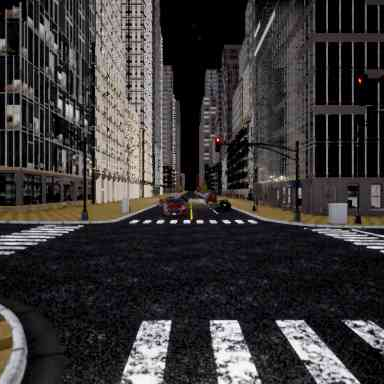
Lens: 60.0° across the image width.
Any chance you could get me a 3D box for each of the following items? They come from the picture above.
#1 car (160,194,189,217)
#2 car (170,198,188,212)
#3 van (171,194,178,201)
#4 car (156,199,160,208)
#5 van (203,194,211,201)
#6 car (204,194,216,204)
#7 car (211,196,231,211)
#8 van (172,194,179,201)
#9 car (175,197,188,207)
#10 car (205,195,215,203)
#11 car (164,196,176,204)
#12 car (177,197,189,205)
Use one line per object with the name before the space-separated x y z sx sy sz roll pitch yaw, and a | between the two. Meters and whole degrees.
car | -1.549 1.369 31.811 2.097 1.767 4.553 0 0 1
car | -1.568 1.561 41.337 2.033 1.411 5.357 0 0 0
van | -4.237 1.321 80.467 1.690 1.788 3.998 0 0 0
car | -4.068 1.592 47.301 1.802 1.307 4.206 0 0 0
van | 3.643 1.321 80.507 1.690 1.788 3.998 0 0 0
car | 3.728 1.313 63.924 2.192 1.841 5.009 0 0 0
car | 3.890 1.579 41.815 1.947 1.339 4.313 0 0 0
van | -4.265 1.315 85.994 1.690 1.788 3.998 0 0 0
car | -1.618 1.534 51.350 1.812 1.442 4.674 0 0 0
car | 3.700 1.432 69.452 1.967 1.590 4.097 0 0 0
car | -4.152 1.564 63.884 1.947 1.339 4.313 0 0 0
car | -1.632 1.564 61.421 1.994 1.385 4.181 0 0 0
